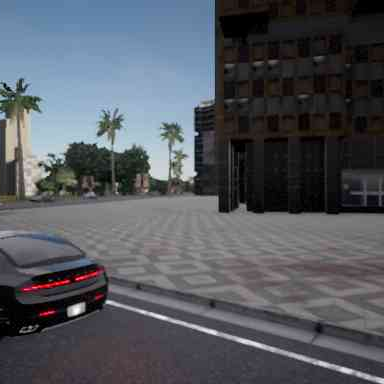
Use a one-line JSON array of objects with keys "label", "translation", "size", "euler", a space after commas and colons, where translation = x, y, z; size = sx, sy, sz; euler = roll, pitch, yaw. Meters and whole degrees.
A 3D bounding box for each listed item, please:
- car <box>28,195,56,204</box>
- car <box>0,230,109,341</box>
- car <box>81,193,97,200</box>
[{"label": "car", "translation": [-25.873, 1.219, 57.755], "size": [2.033, 1.411, 5.357], "euler": [0, 1, 13]}, {"label": "car", "translation": [-3.675, 1.497, 6.308], "size": [4.892, 1.490, 1.837], "euler": [0, 0, 35]}, {"label": "car", "translation": [-22.722, 1.036, 73.735], "size": [1.812, 1.442, 4.674], "euler": [0, 1, 10]}]
